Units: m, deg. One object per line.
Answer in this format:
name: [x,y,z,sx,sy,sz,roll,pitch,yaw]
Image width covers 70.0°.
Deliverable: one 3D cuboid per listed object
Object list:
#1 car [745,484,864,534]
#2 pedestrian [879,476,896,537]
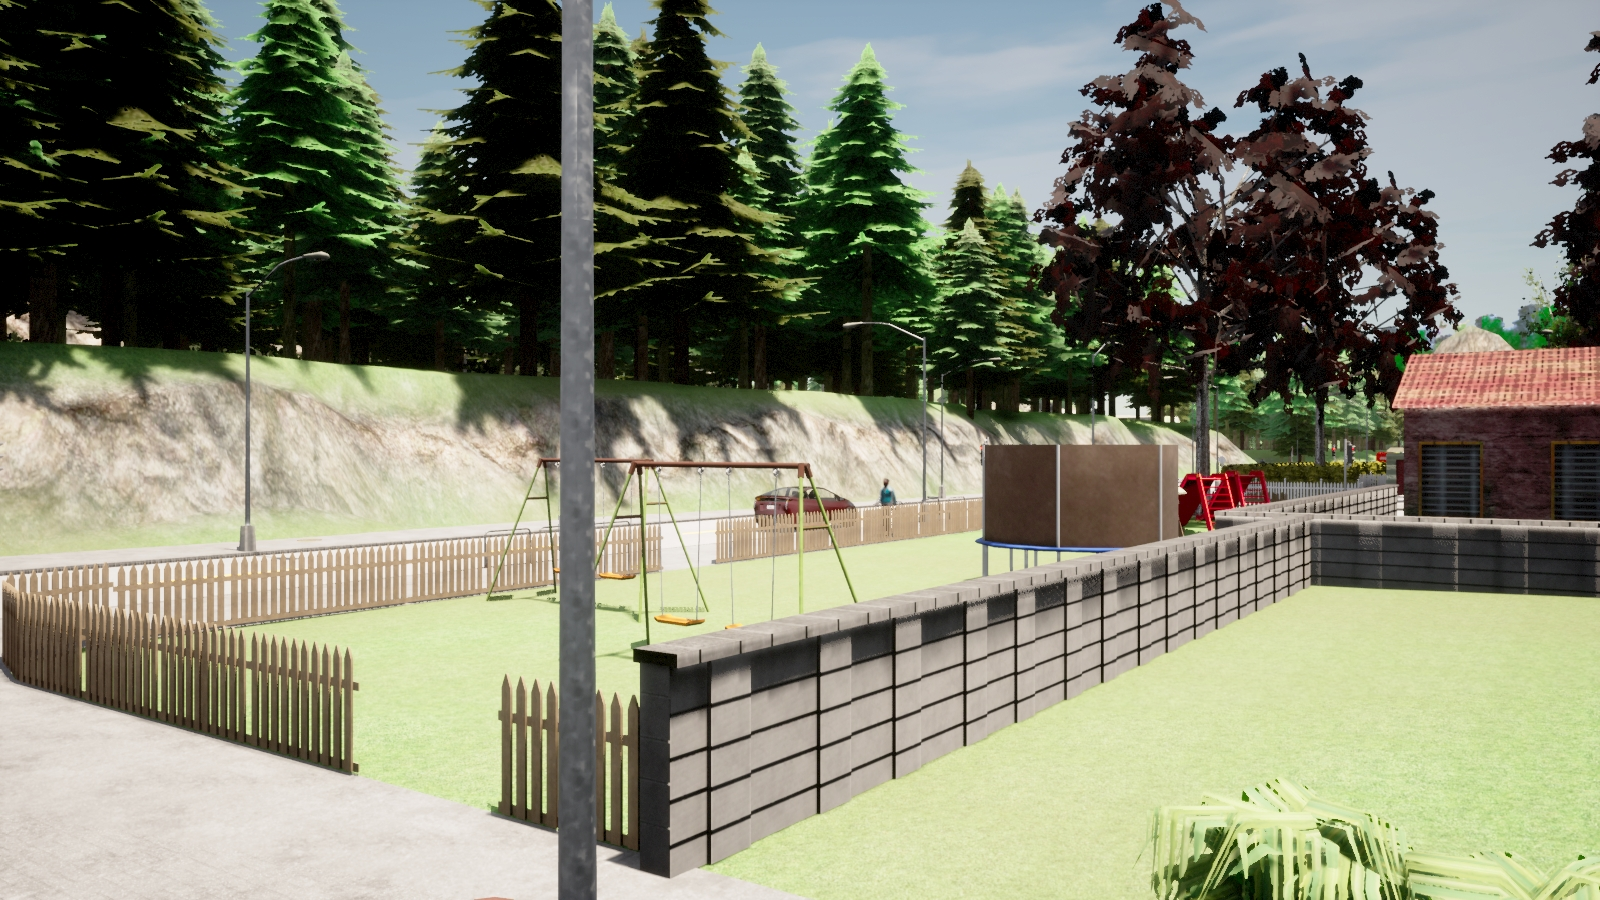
car: [0.223,2.040,40.660,2.007,1.525,4.514,0,0,35]
pedestrian: [2.701,1.745,35.227,0.375,1.860,0.375,0,0,35]
